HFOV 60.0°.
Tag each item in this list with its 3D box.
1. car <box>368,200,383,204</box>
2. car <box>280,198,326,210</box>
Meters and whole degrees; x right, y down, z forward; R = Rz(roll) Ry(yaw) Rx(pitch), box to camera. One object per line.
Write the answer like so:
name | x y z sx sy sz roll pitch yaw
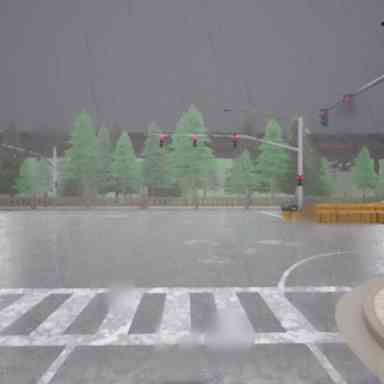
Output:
car | 21.536 1.418 36.051 5.008 1.535 1.882 0 0 -2
car | 11.979 1.446 35.754 4.892 1.490 1.837 0 0 -2
